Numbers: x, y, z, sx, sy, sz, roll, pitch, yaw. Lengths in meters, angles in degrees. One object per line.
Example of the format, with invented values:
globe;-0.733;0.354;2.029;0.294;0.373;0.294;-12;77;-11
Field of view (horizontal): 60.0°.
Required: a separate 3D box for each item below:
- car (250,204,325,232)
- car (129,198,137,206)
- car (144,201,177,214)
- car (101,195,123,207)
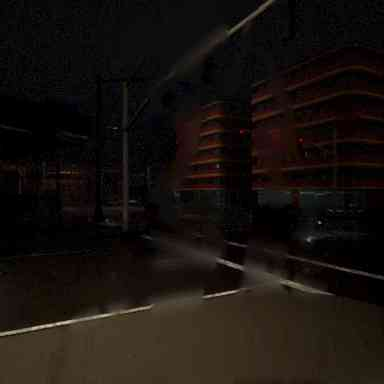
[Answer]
car;5.751;1.506;20.606;1.837;1.490;4.892;0;0;-35
car;-10.813;1.601;55.084;1.895;1.301;4.718;0;0;-31
car;-3.367;1.601;35.163;1.895;1.301;4.718;0;0;-31
car;-12.555;1.526;50.797;1.812;1.442;4.674;0;0;-31
